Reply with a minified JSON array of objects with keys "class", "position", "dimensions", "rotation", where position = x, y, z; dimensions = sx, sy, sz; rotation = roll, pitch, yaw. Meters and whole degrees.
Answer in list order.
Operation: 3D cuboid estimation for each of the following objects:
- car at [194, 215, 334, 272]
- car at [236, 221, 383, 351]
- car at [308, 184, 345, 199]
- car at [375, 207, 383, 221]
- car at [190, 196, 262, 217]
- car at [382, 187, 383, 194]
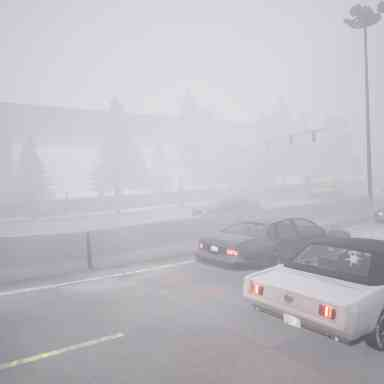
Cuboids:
[{"class":"car","position":[2.608,1.400,9.938],"dimensions":[5.357,1.411,2.033],"rotation":[-3,1,-36]},{"class":"car","position":[3.244,1.506,6.086],"dimensions":[4.718,1.301,1.895],"rotation":[-2,1,-36]},{"class":"car","position":[14.613,-0.098,36.083],"dimensions":[5.008,1.535,1.882],"rotation":[-4,2,-36]},{"class":"car","position":[10.757,0.868,15.802],"dimensions":[5.357,1.411,2.033],"rotation":[-4,2,-36]},{"class":"car","position":[2.462,1.022,23.013],"dimensions":[5.357,1.411,2.033],"rotation":[-4,2,-36]},{"class":"car","position":[23.802,-0.583,38.380],"dimensions":[4.674,1.442,1.812],"rotation":[-4,2,-36]}]
